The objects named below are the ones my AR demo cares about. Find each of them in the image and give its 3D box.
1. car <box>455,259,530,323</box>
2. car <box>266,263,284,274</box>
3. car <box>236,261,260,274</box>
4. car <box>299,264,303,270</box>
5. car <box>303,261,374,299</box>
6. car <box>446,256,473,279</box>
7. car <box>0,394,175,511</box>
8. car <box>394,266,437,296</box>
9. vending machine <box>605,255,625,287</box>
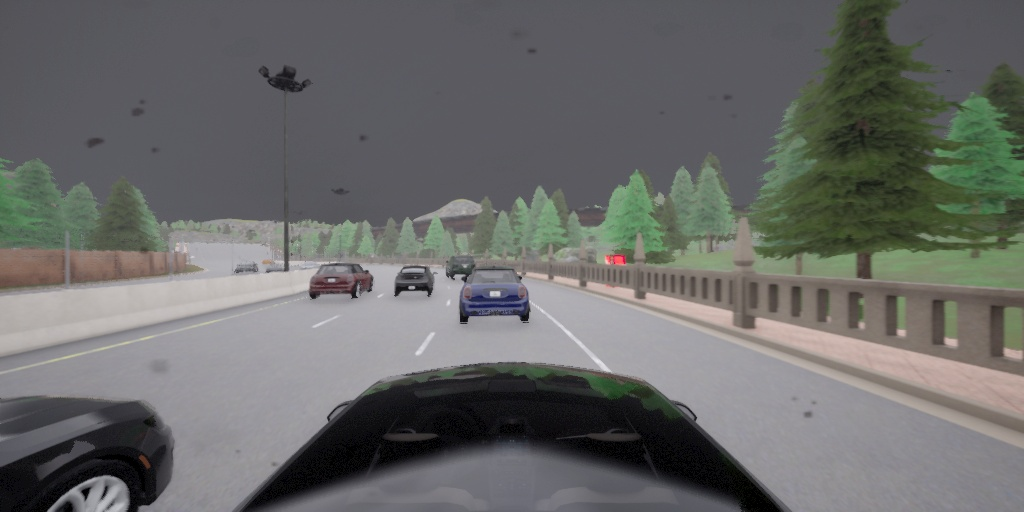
[{"bbox_3d":[-0.675,1.103,12.343,2.097,1.767,4.553,0,0,-5],"label":"car"},{"bbox_3d":[-27.372,1.449,41.938,1.895,1.301,4.718,0,0,-26],"label":"car"},{"bbox_3d":[-32.391,1.392,43.973,1.812,1.442,4.674,0,0,-29],"label":"car"},{"bbox_3d":[-23.351,1.358,41.610,1.812,1.442,4.674,0,0,-26],"label":"car"},{"bbox_3d":[-8.597,1.132,18.478,2.097,1.767,4.553,0,0,-10],"label":"car"},{"bbox_3d":[-4.655,0.984,32.360,2.150,2.045,5.566,0,0,-16],"label":"car"},{"bbox_3d":[-3.541,1.269,0.726,1.837,1.490,4.892,0,0,1],"label":"car"},{"bbox_3d":[-5.223,1.272,19.577,1.837,1.490,4.892,0,0,-10],"label":"car"},{"bbox_3d":[6.115,0.918,21.313,1.100,2.100,0.880,0,0,-10],"label":"vending machine"}]
